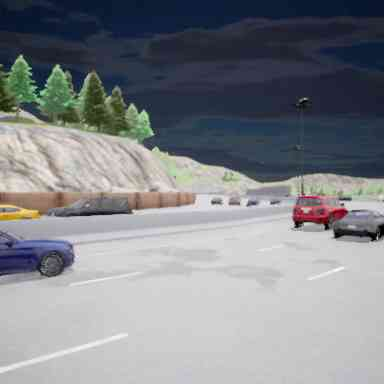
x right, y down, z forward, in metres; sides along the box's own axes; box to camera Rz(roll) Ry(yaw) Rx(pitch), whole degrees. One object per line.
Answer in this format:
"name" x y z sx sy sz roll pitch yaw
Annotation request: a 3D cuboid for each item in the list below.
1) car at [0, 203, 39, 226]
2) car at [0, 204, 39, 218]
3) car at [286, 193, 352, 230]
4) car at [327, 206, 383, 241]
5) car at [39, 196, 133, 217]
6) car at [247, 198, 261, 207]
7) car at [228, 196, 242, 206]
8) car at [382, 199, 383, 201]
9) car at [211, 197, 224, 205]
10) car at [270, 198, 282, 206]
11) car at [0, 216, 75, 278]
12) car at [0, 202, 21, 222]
"car" -14.065 1.642 24.307 4.892 1.490 1.837 0 0 -39
"car" -12.399 1.598 21.171 5.008 1.535 1.882 0 0 -39
"car" 8.532 1.266 21.881 2.150 2.045 5.566 0 0 40
"car" 8.797 1.591 16.968 1.994 1.385 4.181 0 0 42
"car" -6.491 1.321 21.553 5.566 2.045 2.150 0 0 -42
"car" 10.282 1.697 54.734 2.033 1.411 5.357 0 0 17
"car" 7.712 1.526 59.186 2.097 1.767 4.553 0 0 13
"car" 19.770 1.259 32.137 2.150 2.045 5.566 0 0 30
"car" 4.748 1.671 61.612 1.882 1.535 5.008 0 0 12
"car" 14.846 1.693 58.600 2.033 1.411 5.357 0 0 13
"car" -5.504 1.578 8.665 4.674 1.442 1.812 0 0 -36
"car" -16.650 1.646 26.707 4.902 1.511 2.128 0 0 -39
